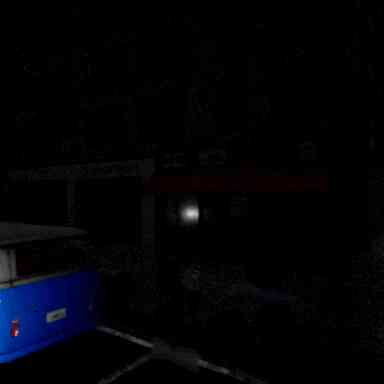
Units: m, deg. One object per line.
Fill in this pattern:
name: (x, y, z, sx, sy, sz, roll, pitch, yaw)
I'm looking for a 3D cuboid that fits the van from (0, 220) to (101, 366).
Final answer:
van: (-3.270, 1.380, 5.413, 3.998, 1.788, 1.690, 0, 0, 36)
